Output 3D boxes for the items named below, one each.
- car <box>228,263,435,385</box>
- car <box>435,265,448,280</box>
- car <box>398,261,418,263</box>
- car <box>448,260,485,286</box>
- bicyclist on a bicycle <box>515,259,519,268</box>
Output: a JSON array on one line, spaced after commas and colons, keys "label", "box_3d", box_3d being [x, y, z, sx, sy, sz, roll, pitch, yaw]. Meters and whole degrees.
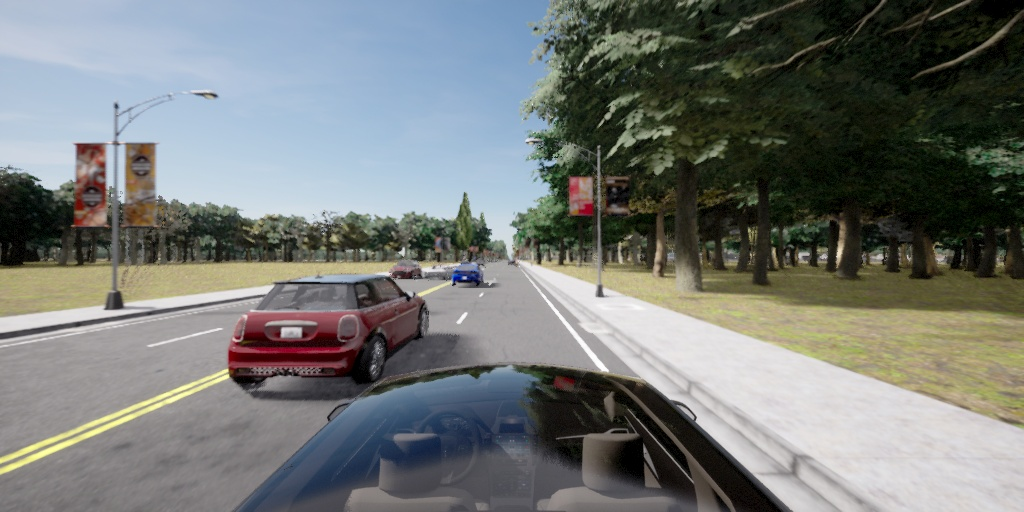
[{"label": "car", "box_3d": [-3.150, 1.122, 7.246, 2.097, 1.767, 4.553, 0, 0, 0]}, {"label": "car", "box_3d": [-6.596, 1.468, 32.468, 1.895, 1.301, 4.718, 0, 0, 0]}, {"label": "car", "box_3d": [-9.841, 1.223, 33.433, 2.097, 1.767, 4.553, 0, 0, 0]}, {"label": "car", "box_3d": [-3.150, 1.320, 26.324, 1.882, 1.535, 5.008, 0, 0, 0]}, {"label": "bicyclist on a bicycle", "box_3d": [0.885, 1.429, 60.952, 0.866, 1.612, 1.509, 0, 0, 0]}]
